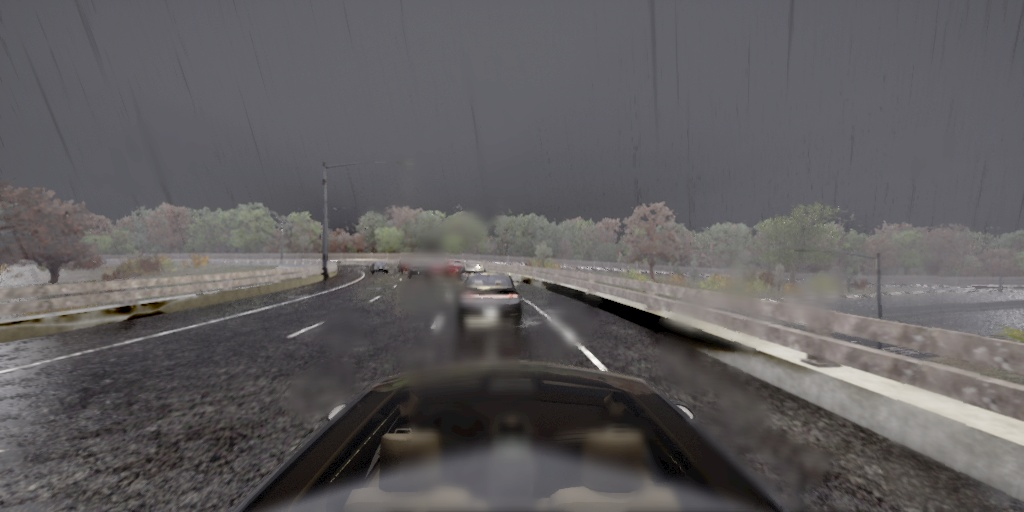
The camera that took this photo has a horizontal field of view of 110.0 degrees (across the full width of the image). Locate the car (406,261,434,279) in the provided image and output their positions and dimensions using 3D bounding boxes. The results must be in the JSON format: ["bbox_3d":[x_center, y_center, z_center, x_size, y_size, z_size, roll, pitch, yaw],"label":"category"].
[{"bbox_3d":[-8.750,1.338,33.890,1.837,1.490,4.892,0,-1,-17],"label":"car"}]

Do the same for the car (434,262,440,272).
[{"bbox_3d":[-10.143,1.430,47.217,1.994,1.385,4.181,0,0,-24],"label":"car"}]

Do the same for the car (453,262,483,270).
[{"bbox_3d":[-2.654,1.296,24.040,2.128,1.511,4.902,0,0,-11],"label":"car"}]

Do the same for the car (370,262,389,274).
[{"bbox_3d":[-16.361,1.416,44.178,2.033,1.411,5.357,0,0,-25],"label":"car"}]

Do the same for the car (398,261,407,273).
[{"bbox_3d":[-13.341,1.345,45.829,1.882,1.535,5.008,0,0,-24],"label":"car"}]

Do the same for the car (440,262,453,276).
[{"bbox_3d":[-5.651,1.312,35.608,1.882,1.535,5.008,0,0,-17],"label":"car"}]

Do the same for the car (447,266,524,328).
[{"bbox_3d":[-0.748,1.266,11.589,2.128,1.511,4.902,0,0,-5],"label":"car"}]
